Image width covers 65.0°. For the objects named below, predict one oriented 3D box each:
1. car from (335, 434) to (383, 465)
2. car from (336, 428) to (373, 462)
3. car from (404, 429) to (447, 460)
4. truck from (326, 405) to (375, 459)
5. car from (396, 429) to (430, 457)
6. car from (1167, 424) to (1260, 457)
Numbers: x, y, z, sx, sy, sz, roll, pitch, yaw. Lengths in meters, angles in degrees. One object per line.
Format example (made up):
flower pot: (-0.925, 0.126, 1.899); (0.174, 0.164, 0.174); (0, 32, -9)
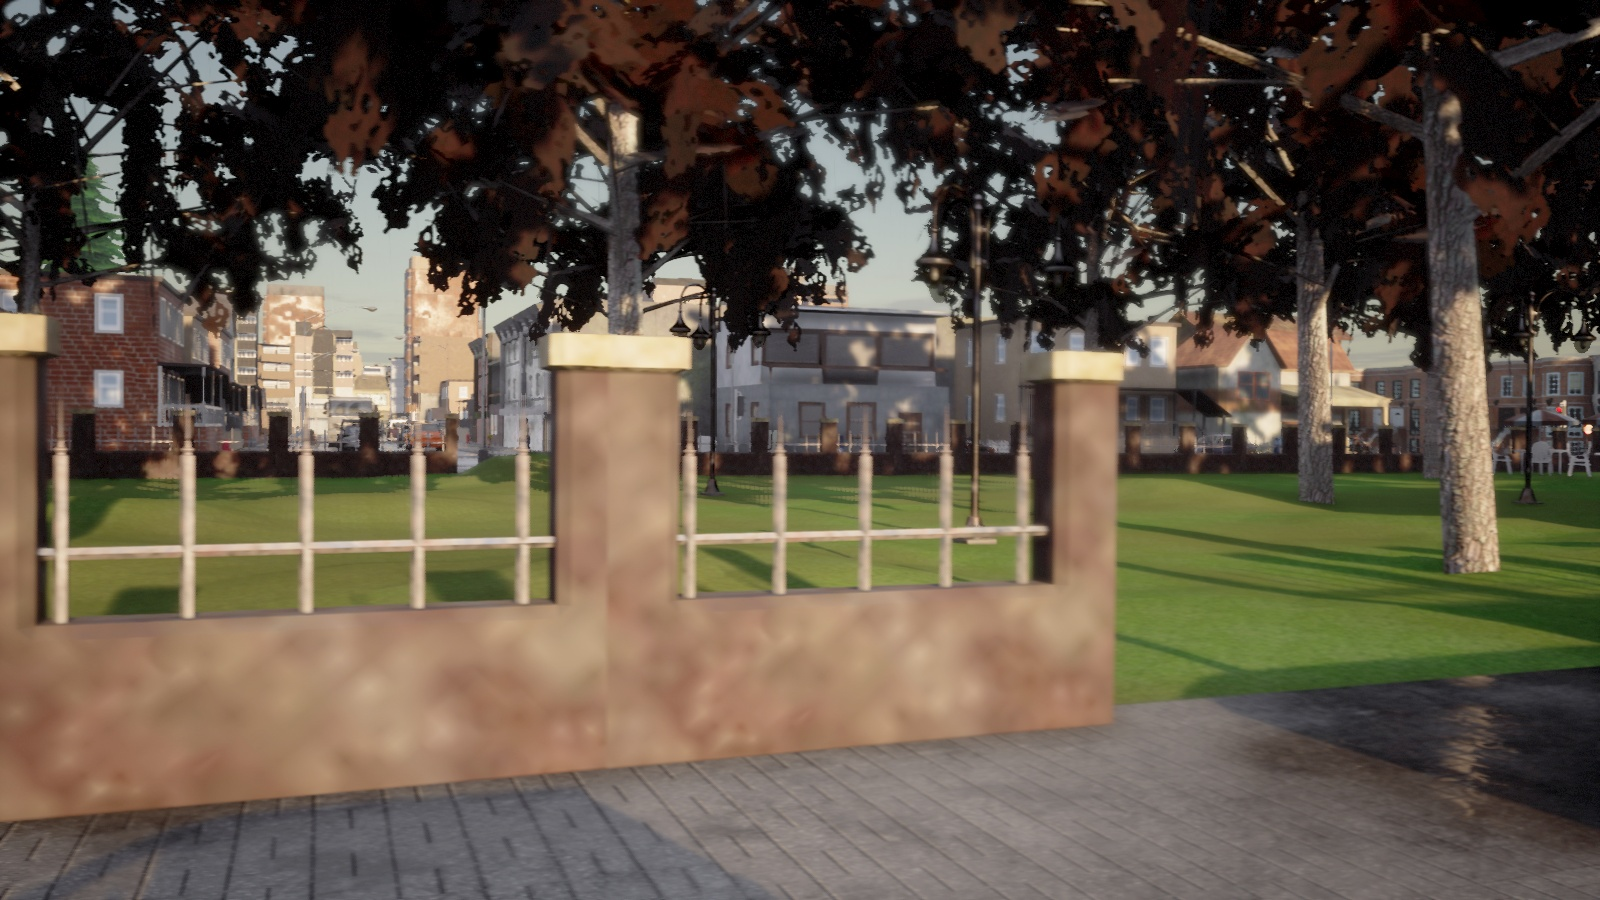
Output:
car: (-22.537, -0.052, 64.289); (2.128, 1.511, 4.902); (-1, 1, -18)
car: (-25.953, -0.318, 73.082); (1.905, 1.878, 3.866); (-1, 1, -20)
car: (-22.478, -0.333, 75.199); (2.097, 1.767, 4.553); (-1, 1, -21)
truck: (-30.404, -1.238, 84.784); (2.891, 3.462, 7.936); (-1, 1, -21)
car: (-26.416, -0.502, 85.597); (1.932, 1.855, 4.605); (-1, 1, -21)
car: (19.651, -0.477, 59.665); (3.806, 1.475, 1.970); (-1, 1, -21)
